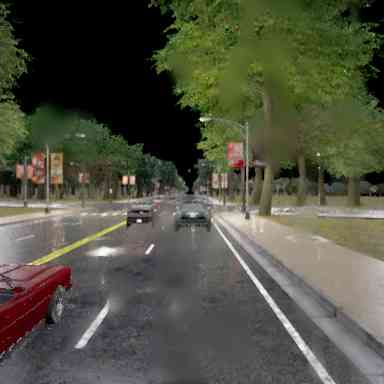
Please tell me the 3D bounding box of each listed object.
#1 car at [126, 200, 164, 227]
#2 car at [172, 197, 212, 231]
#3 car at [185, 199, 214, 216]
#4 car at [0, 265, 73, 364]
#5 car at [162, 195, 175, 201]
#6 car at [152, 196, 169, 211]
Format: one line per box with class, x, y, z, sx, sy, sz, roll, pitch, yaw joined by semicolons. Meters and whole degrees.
car;-3.194;1.500;22.543;1.837;1.490;4.892;0;0;0
car;0.059;1.347;20.604;2.097;1.767;4.553;0;0;0
car;0.854;1.488;33.920;2.128;1.511;4.902;0;0;12
car;-3.158;1.599;4.149;1.895;1.301;4.718;0;0;0
car;-6.334;1.598;88.880;1.895;1.301;4.718;0;0;0
car;-4.182;1.523;39.618;1.812;1.442;4.674;0;0;-11
